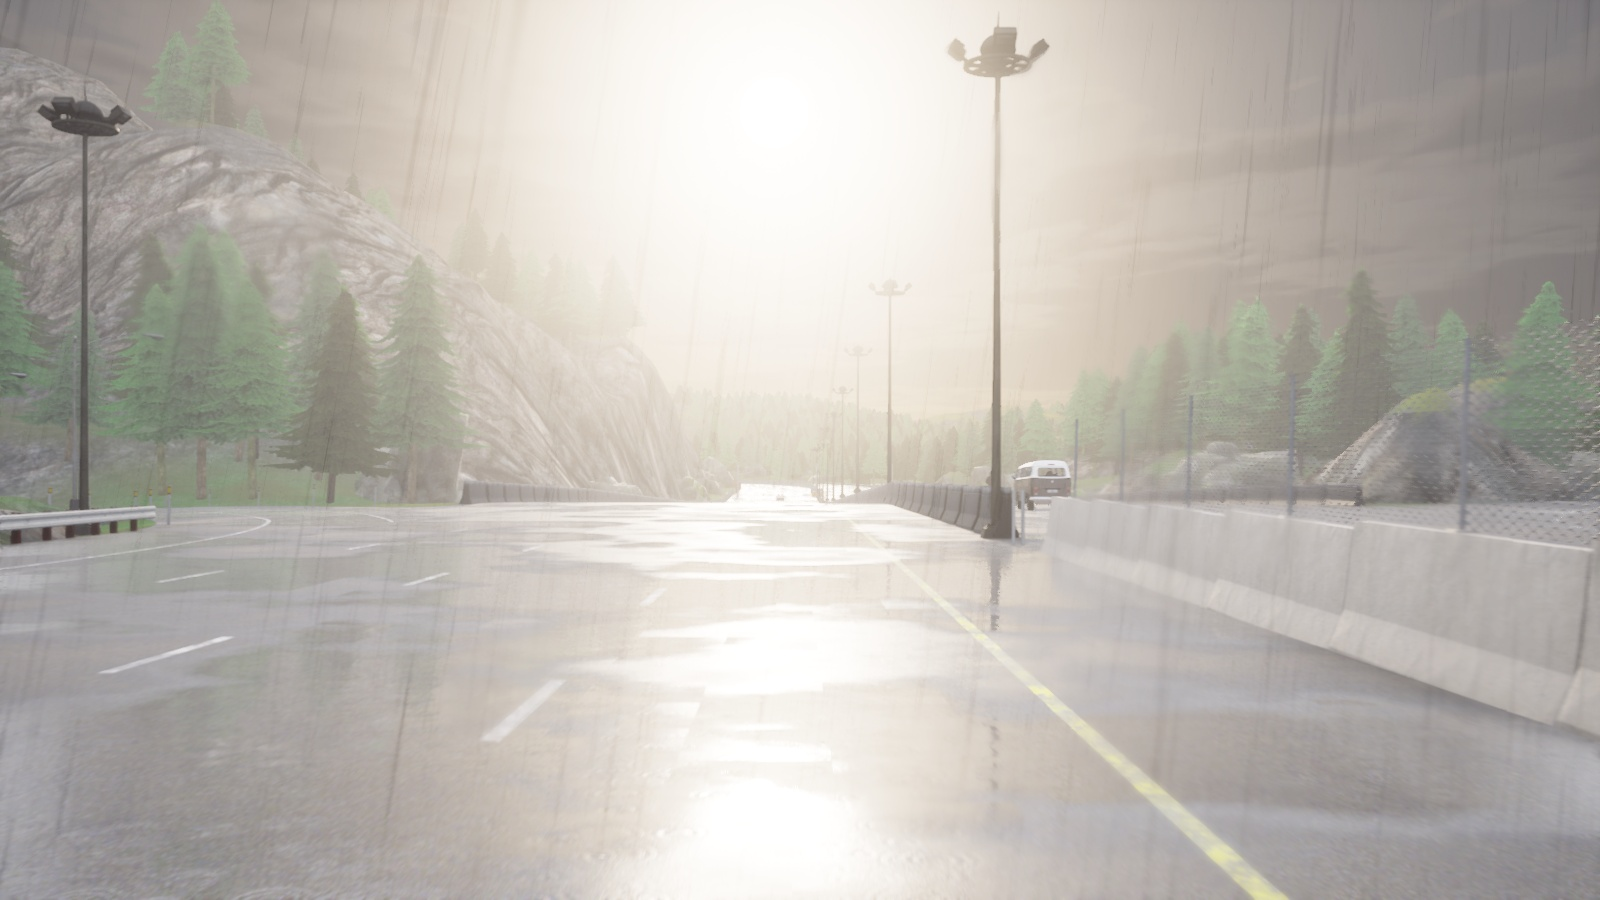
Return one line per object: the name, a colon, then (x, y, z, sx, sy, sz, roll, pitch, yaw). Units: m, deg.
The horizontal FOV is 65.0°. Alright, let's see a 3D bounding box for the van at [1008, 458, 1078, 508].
van: (10.345, 1.439, 53.746, 2.069, 2.038, 4.480, 0, -3, 0)
